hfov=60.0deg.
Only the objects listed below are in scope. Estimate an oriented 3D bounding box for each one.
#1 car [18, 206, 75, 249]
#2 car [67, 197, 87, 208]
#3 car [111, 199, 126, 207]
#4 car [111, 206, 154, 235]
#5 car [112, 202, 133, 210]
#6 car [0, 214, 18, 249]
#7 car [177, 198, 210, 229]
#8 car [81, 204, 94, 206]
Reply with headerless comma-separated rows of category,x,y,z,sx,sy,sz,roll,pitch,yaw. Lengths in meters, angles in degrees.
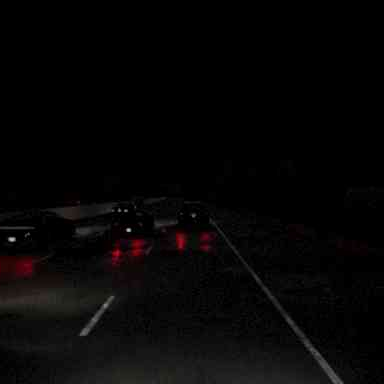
car,-6.904,1.626,15.210,2.128,1.511,4.902,0,-1,0
car,-21.115,1.891,61.353,2.097,1.767,4.553,0,-1,0
car,-14.157,2.122,63.989,1.994,1.385,4.181,0,0,-1
car,-3.403,1.778,20.118,1.895,1.301,4.718,0,-1,0
car,-6.908,1.848,34.157,2.033,1.411,5.357,0,-1,0
car,-3.401,1.237,1.584,2.150,2.045,5.566,0,0,0
car,0.095,1.558,23.330,2.097,1.767,4.553,0,0,0
car,-17.597,1.872,59.147,2.097,1.767,4.553,0,-1,0
